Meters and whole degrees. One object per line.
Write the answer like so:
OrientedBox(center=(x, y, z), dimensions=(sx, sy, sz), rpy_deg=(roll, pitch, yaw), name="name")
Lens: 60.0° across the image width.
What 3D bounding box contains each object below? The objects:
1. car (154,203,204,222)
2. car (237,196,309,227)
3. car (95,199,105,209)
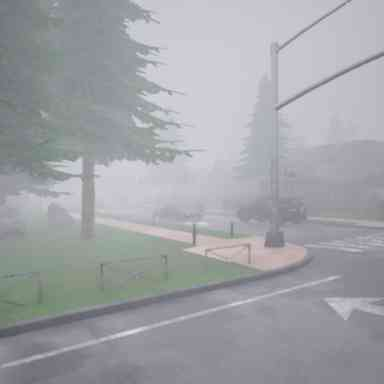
OrientedBox(center=(-1.258, 1.677, 28.083), dimensions=(2.033, 1.411, 5.357), rpy_deg=(0, 0, -35), name="car")
OrientedBox(center=(5.832, 1.342, 24.594), dimensions=(2.150, 2.045, 5.566), rpy_deg=(0, 0, -37), name="car")
OrientedBox(center=(-13.881, 1.693, 48.052), dimensions=(1.994, 1.385, 4.181), rpy_deg=(0, 0, -27), name="car")
